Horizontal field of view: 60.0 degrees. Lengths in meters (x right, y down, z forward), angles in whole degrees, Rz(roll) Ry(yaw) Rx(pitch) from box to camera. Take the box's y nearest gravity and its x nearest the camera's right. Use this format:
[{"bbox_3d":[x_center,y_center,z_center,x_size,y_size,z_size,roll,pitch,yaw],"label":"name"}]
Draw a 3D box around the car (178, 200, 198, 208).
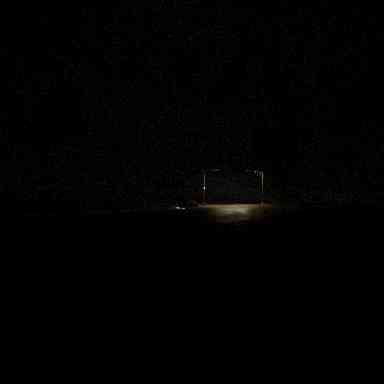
[{"bbox_3d":[-0.787,2.121,60.487,1.994,1.385,4.181,0,-1,36],"label":"car"}]
